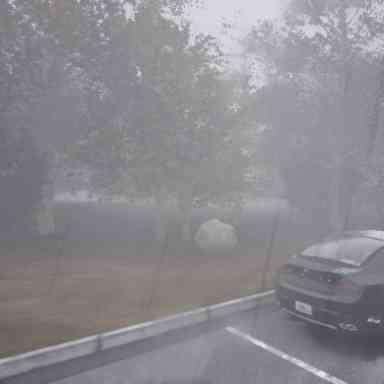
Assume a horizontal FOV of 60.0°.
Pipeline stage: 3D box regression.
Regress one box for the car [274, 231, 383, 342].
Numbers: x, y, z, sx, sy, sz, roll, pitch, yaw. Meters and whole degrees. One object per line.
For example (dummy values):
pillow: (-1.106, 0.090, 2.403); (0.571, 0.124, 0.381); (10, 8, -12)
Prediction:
car: (3.726, 1.502, 6.411); (4.892, 1.521, 2.231); (0, 0, -33)
